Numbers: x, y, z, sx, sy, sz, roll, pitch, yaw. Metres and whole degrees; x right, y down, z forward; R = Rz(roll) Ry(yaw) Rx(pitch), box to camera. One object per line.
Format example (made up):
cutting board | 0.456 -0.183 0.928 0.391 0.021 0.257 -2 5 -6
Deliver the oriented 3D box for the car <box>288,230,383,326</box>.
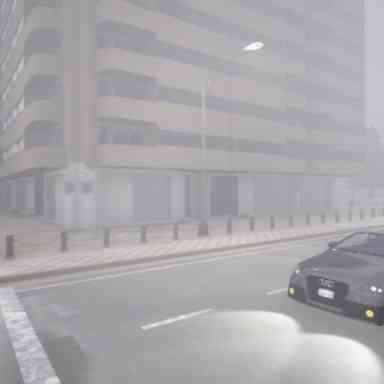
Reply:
car | 3.884 1.507 6.753 4.181 1.385 1.994 -1 0 -35
